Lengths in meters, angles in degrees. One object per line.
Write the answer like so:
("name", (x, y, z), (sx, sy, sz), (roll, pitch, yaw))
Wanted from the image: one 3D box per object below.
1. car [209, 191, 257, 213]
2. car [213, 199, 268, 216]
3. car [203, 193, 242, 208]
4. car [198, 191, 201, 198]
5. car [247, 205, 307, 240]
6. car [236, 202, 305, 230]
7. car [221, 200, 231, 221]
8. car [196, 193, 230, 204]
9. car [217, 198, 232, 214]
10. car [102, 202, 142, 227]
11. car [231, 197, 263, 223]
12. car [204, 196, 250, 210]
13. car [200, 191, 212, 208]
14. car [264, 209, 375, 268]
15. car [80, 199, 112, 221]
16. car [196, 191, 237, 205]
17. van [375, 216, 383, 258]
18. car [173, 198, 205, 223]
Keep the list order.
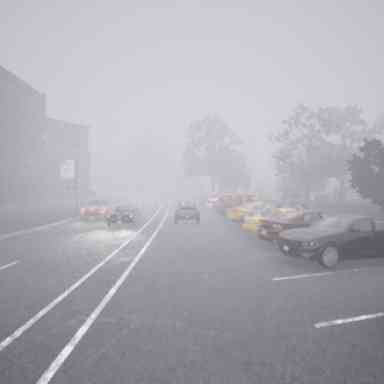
("car", (4.748, 1.223, 29.002), (5.566, 2.045, 2.435), (1, 0, -23))
("car", (4.619, 1.478, 31.976), (4.792, 1.488, 2.163), (0, 0, -23))
("car", (4.001, 1.118, 43.850), (4.553, 1.767, 2.185), (0, 2, -24))
("car", (3.763, 0.920, 46.782), (5.566, 2.045, 2.435), (0, 2, -24))
("car", (5.160, 1.490, 14.136), (5.008, 1.535, 2.097), (1, 0, -21))
("car", (5.274, 1.491, 17.175), (5.366, 1.575, 1.946), (1, 0, -22))
("car", (4.929, 1.494, 23.046), (5.008, 1.535, 2.097), (1, 0, -22))
("car", (3.375, 1.026, 52.736), (4.892, 1.521, 2.231), (0, 1, -24))
("car", (4.841, 1.491, 26.014), (4.892, 1.521, 2.231), (1, 1, -22))
("car", (-4.675, 1.617, 23.371), (1.895, 1.301, 4.718), (0, 0, -2))
("car", (5.054, 1.369, 20.081), (4.553, 1.767, 2.185), (1, 0, -22))
("car", (4.313, 1.308, 40.958), (5.366, 1.575, 1.946), (0, 1, -23))
("car", (4.285, 1.115, 37.883), (5.566, 2.045, 2.435), (0, 1, -23))
("car", (5.231, 1.489, 11.159), (5.008, 1.535, 2.097), (1, 0, -21))
("car", (-7.623, 1.358, 27.288), (2.097, 1.767, 4.553), (0, 0, -2))
("car", (3.616, 0.847, 49.780), (5.566, 2.045, 2.435), (0, 1, -24))
("van", (5.409, 1.261, 5.269), (4.442, 1.987, 1.878), (1, 0, -21))
("car", (-0.403, 1.499, 25.556), (2.128, 1.511, 4.902), (0, 0, -2))
